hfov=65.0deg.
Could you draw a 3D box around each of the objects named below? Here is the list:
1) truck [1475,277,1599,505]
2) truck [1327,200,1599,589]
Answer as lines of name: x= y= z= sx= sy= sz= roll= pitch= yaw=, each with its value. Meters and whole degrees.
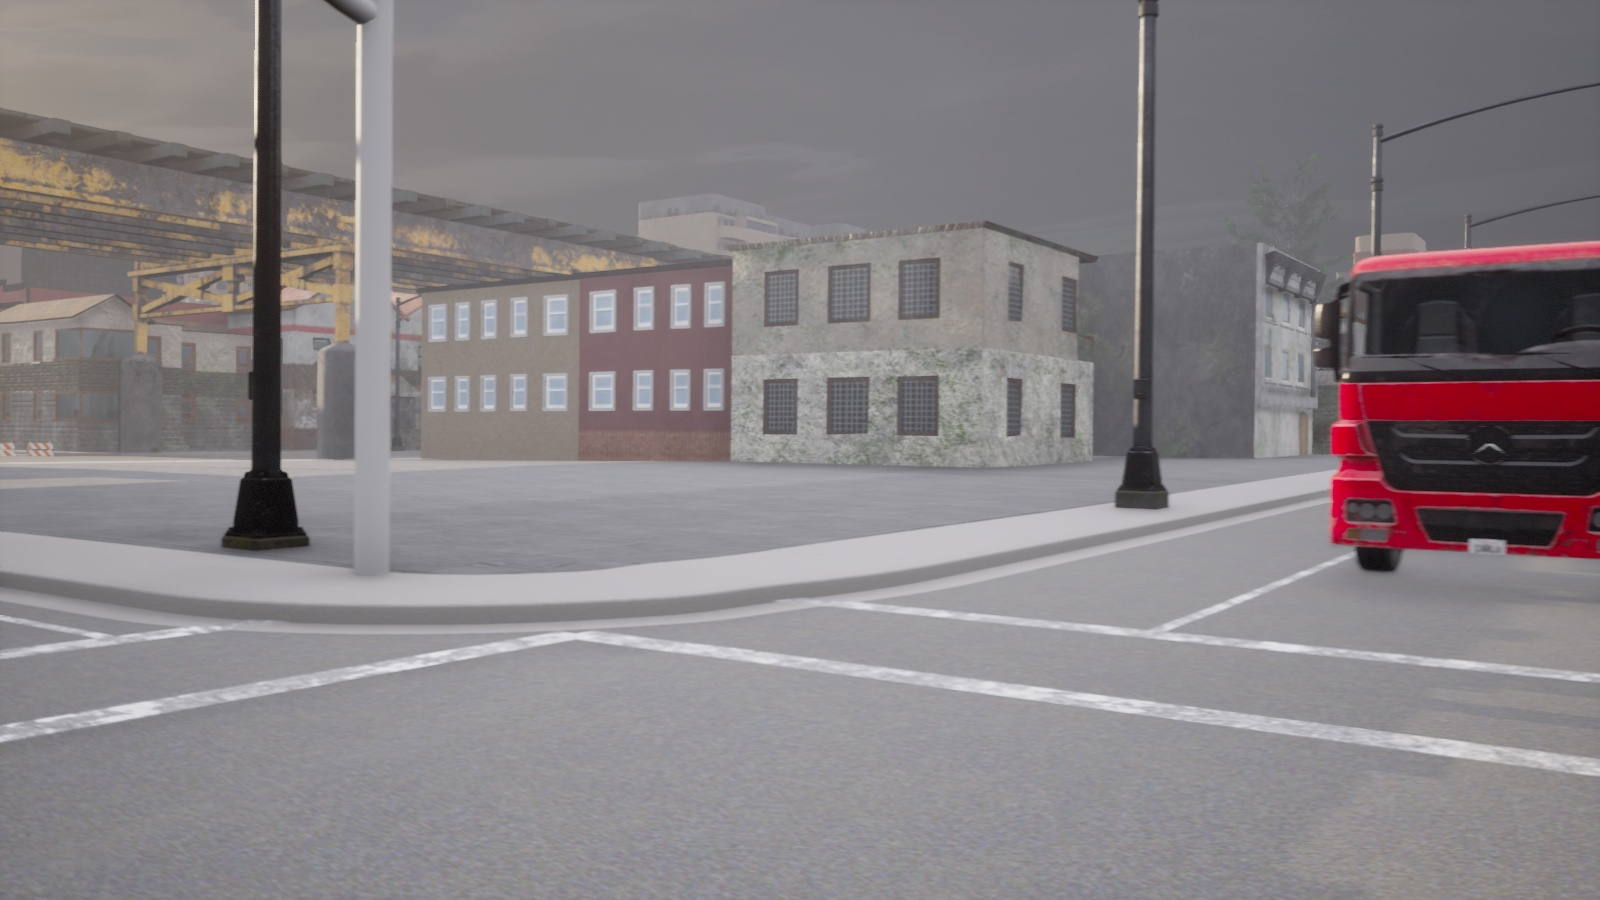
truck: x=15.477 y=-1.119 z=24.748 sx=2.891 sy=3.827 sz=8.468 roll=0 pitch=2 yaw=35
truck: x=8.664 y=-0.588 z=14.928 sx=2.891 sy=3.462 sz=7.936 roll=0 pitch=1 yaw=34
